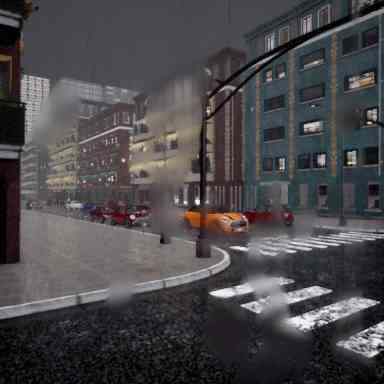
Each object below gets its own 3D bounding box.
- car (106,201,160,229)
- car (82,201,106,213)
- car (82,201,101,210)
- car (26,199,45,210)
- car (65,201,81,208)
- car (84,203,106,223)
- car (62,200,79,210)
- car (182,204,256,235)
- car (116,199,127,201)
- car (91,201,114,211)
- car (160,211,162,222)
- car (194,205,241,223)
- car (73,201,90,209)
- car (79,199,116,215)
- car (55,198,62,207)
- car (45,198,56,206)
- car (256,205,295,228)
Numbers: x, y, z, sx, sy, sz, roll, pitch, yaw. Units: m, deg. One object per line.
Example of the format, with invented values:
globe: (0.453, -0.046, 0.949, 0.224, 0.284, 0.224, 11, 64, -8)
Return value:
car: (-4.346, 1.698, 24.090, 1.967, 1.590, 4.097, -1, 0, -35)
car: (-14.023, 2.097, 47.288, 1.812, 1.442, 4.674, 0, -1, -35)
car: (-16.979, 2.266, 55.905, 1.802, 1.307, 4.206, -1, 0, -35)
car: (-26.607, 2.175, 55.919, 1.967, 1.590, 4.097, -1, 0, -35)
car: (-23.339, 2.384, 64.999, 1.947, 1.339, 4.313, -1, 0, -35)
car: (-7.524, 1.908, 28.637, 1.802, 1.307, 4.206, -1, 0, -35)
car: (-19.721, 2.218, 55.365, 1.812, 1.442, 4.674, 0, -1, -35)
car: (1.352, 1.536, 20.279, 2.097, 1.767, 4.553, 0, -1, -35)
car: (-10.623, 1.863, 46.813, 2.192, 1.841, 5.009, -1, 0, -35)
car: (-13.799, 2.166, 51.358, 2.008, 1.369, 4.403, -1, 0, -35)
car: (-4.336, 1.784, 28.398, 1.882, 1.535, 5.008, 0, -1, -35)
car: (2.105, 1.856, 28.627, 1.802, 1.307, 4.206, -1, 0, -35)
car: (-20.159, 2.333, 60.452, 1.802, 1.307, 4.206, -1, 0, -35)
car: (-10.759, 1.797, 37.599, 2.097, 1.767, 4.553, 0, -1, -35)
car: (-26.520, 2.436, 69.546, 2.008, 1.369, 4.403, -1, 0, -35)
car: (-32.883, 2.335, 78.641, 2.192, 1.841, 5.009, -1, 0, -35)
car: (5.286, 1.646, 24.083, 1.967, 1.590, 4.097, -1, 0, -35)
